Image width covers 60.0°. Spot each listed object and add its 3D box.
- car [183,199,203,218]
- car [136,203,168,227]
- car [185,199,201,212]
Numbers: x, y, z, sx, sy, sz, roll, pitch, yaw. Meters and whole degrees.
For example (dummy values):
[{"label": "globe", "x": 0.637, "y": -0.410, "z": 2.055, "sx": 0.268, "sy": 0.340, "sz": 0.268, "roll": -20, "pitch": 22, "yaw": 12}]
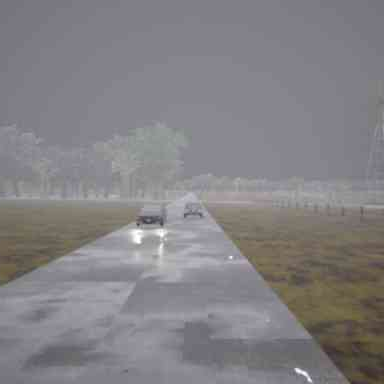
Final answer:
[{"label": "car", "x": 0.117, "y": 1.700, "z": 31.918, "sx": 2.033, "sy": 1.411, "sz": 5.357, "roll": 0, "pitch": 0, "yaw": 0}, {"label": "car", "x": -2.836, "y": 1.597, "z": 24.298, "sx": 1.882, "sy": 1.535, "sz": 5.008, "roll": 0, "pitch": 0, "yaw": 0}, {"label": "car", "x": 0.123, "y": 1.674, "z": 43.364, "sx": 1.882, "sy": 1.535, "sz": 5.008, "roll": 0, "pitch": 0, "yaw": 0}]
